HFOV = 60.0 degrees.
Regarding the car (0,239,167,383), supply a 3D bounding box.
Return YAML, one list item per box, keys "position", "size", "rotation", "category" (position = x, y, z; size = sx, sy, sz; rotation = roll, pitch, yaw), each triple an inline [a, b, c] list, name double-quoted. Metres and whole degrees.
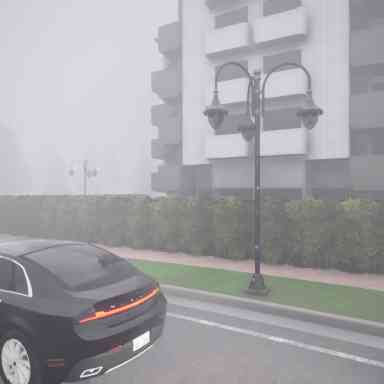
- position: [-2.681, 1.505, 5.149]
  size: [4.892, 1.490, 1.837]
  rotation: [0, 0, 31]
  category: "car"
